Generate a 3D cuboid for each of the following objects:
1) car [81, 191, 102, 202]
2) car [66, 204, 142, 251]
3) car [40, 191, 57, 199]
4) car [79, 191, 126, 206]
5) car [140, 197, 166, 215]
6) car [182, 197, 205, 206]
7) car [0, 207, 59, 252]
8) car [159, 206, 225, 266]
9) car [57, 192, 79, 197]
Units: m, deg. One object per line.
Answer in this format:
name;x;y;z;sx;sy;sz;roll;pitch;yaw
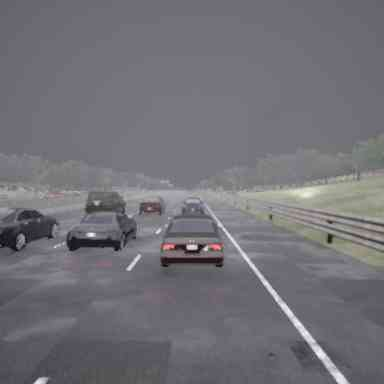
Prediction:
car;-17.380;0.696;57.633;2.097;1.767;4.553;0;1;1
car;-3.447;1.414;13.443;1.994;1.385;4.181;0;1;1
car;-24.367;0.696;57.630;2.097;1.767;4.553;0;1;1
car;-6.925;0.917;27.003;2.150;2.045;5.566;0;1;1
car;-3.396;1.144;29.309;1.882;1.535;5.008;0;1;1
car;0.099;1.198;28.760;1.812;1.442;4.674;0;1;1
car;-6.950;1.358;13.157;1.837;1.490;4.892;0;1;1
car;0.024;1.425;10.973;2.033;1.411;5.357;0;1;1
car;-20.862;0.893;57.547;2.033;1.411;5.357;0;1;1
